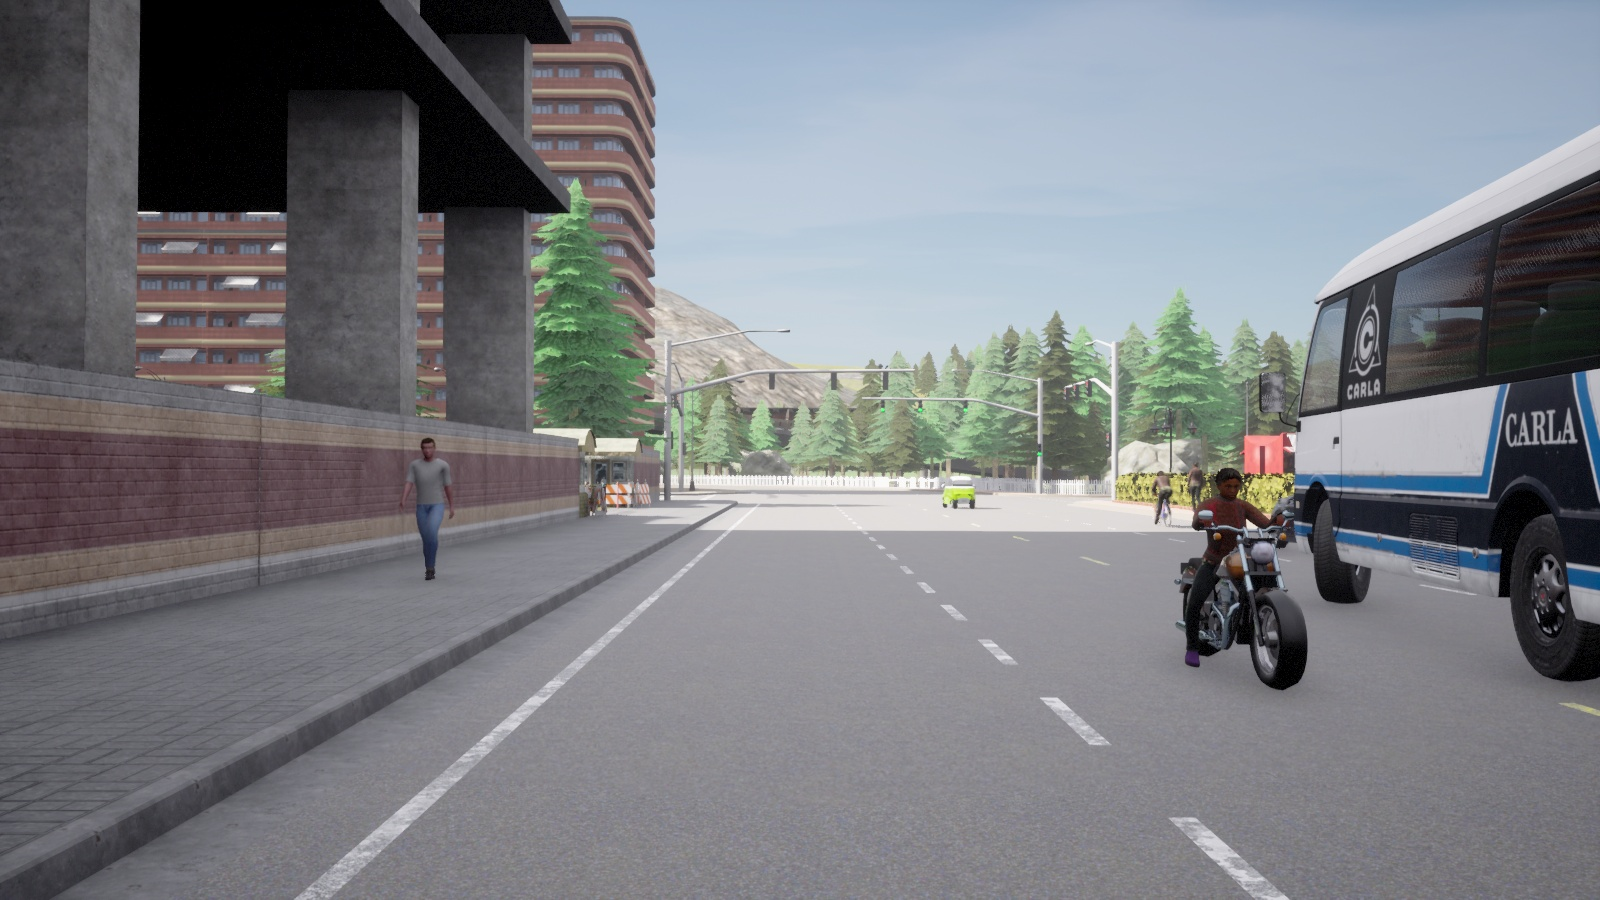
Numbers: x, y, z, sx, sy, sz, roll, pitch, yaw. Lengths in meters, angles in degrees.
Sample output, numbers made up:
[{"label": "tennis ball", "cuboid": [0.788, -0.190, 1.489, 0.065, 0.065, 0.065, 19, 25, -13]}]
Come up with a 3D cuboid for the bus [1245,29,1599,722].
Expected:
[{"label": "bus", "cuboid": [7.457, -0.391, 11.984, 3.944, 4.253, 10.273, 0, -1, 7]}]

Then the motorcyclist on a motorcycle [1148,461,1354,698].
[{"label": "motorcyclist on a motorcycle", "cuboid": [3.475, 0.918, 9.942, 0.766, 1.649, 2.350, 0, -1, 0]}]

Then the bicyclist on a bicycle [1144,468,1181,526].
[{"label": "bicyclist on a bicycle", "cuboid": [10.410, 1.331, 36.114, 0.582, 1.620, 1.656, 0, -1, 0]}]

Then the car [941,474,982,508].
[{"label": "car", "cuboid": [6.867, 1.738, 53.564, 1.481, 1.376, 2.207, 0, 0, 0]}]

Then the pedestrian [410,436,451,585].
[{"label": "pedestrian", "cuboid": [-4.649, 0.752, 15.816, 0.354, 1.836, 0.706, 0, -1, -5]}]

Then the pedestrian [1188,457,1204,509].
[{"label": "pedestrian", "cuboid": [13.772, 1.145, 43.691, 0.328, 1.805, 0.869, 0, -1, 5]}]

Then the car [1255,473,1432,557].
[{"label": "car", "cuboid": [10.440, 1.196, 24.435, 1.845, 1.501, 3.633, 0, -1, 0]}]
